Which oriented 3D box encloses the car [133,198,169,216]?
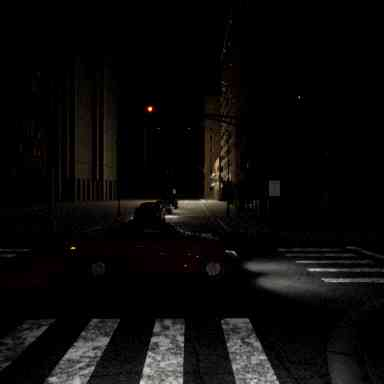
[{"bbox_3d":[-3.052,1.477,24.437,1.882,1.535,5.008,0,0,0],"label":"car"}]

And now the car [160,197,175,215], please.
[{"bbox_3d":[-3.034,1.525,34.401,1.812,1.442,4.674,0,0,0],"label":"car"}]

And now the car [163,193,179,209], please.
[{"bbox_3d":[-2.999,1.220,45.111,2.150,2.045,5.566,0,0,1],"label":"car"}]

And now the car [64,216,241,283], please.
[{"bbox_3d":[-1.026,1.525,9.091,4.674,1.442,1.812,0,0,0],"label":"car"}]
